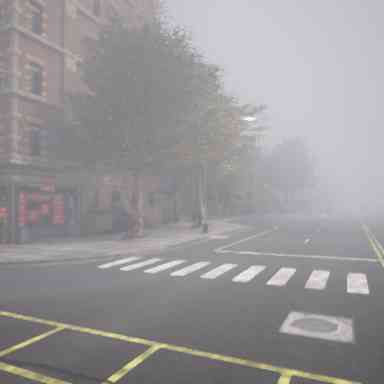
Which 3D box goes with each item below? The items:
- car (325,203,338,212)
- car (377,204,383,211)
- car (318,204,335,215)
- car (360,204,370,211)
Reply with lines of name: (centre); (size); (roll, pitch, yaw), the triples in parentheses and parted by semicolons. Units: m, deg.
car: (31.387, 3.778, 75.244); (1.812, 1.442, 4.674); (-1, -2, 25)
car: (43.270, 3.552, 75.783); (2.128, 1.511, 4.902); (-1, -2, 25)
car: (24.210, 3.330, 60.221); (2.128, 1.511, 4.902); (-1, -2, 26)
car: (40.108, 3.581, 77.285); (1.882, 1.535, 5.008); (-1, -2, 25)
